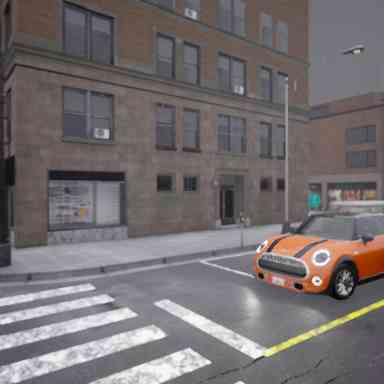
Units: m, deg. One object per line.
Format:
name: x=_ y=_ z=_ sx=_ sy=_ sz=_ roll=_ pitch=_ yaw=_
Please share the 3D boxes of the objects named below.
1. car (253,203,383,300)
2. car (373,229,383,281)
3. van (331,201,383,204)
car: x=3.682 y=1.320 z=8.442 sx=4.553 sy=1.767 sz=2.097 roll=0 pitch=0 yaw=-35
car: x=5.811 y=1.465 z=6.426 sx=4.902 sy=1.511 sz=2.128 roll=0 pitch=0 yaw=-36
van: x=7.279 y=1.275 z=14.236 sx=3.998 sy=1.788 sz=1.690 roll=0 pitch=0 yaw=-36
